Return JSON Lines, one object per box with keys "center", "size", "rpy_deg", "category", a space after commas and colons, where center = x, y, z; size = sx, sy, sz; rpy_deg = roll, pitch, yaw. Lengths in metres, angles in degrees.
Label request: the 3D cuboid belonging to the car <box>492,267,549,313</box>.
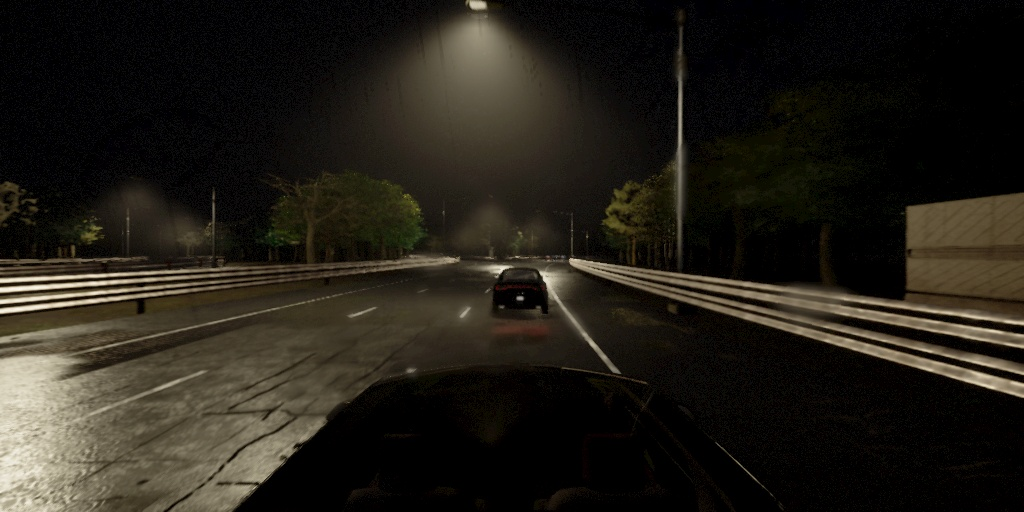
{"center": [0.330, 1.162, 13.714], "size": [1.882, 1.535, 5.008], "rpy_deg": [0, 0, 2], "category": "car"}
